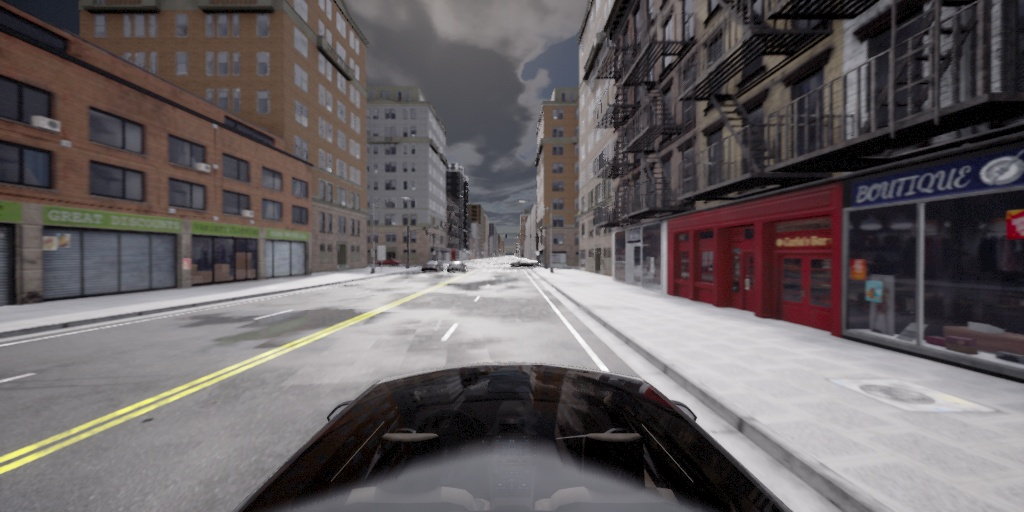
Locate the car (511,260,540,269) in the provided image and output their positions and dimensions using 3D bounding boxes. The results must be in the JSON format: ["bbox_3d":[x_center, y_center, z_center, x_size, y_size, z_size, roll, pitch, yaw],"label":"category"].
[{"bbox_3d":[2.113,1.313,57.054,4.718,1.301,1.895,1,0,0],"label":"car"}]

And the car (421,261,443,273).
[{"bbox_3d":[-9.769,1.281,44.582,2.033,1.411,5.357,0,0,0],"label":"car"}]

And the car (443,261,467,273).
[{"bbox_3d":[-6.540,1.300,42.911,1.994,1.385,4.181,0,0,1],"label":"car"}]
